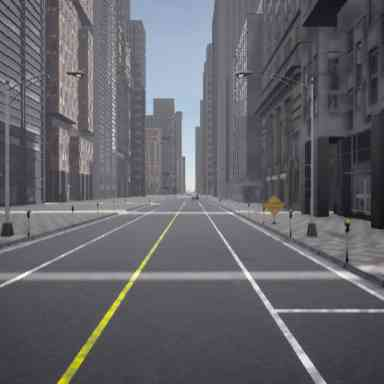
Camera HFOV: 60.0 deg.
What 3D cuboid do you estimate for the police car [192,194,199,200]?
[{"bbox_3d":[0.900,1.524,95.668,1.930,1.638,5.238,0,0,0],"label":"police car"}]

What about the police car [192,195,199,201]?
[{"bbox_3d":[0.900,1.500,85.668,1.930,1.638,5.238,0,0,0],"label":"police car"}]

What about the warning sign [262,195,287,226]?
[{"bbox_3d":[5.070,1.102,20.555,1.300,1.860,1.060,0,0,0],"label":"warning sign"}]
